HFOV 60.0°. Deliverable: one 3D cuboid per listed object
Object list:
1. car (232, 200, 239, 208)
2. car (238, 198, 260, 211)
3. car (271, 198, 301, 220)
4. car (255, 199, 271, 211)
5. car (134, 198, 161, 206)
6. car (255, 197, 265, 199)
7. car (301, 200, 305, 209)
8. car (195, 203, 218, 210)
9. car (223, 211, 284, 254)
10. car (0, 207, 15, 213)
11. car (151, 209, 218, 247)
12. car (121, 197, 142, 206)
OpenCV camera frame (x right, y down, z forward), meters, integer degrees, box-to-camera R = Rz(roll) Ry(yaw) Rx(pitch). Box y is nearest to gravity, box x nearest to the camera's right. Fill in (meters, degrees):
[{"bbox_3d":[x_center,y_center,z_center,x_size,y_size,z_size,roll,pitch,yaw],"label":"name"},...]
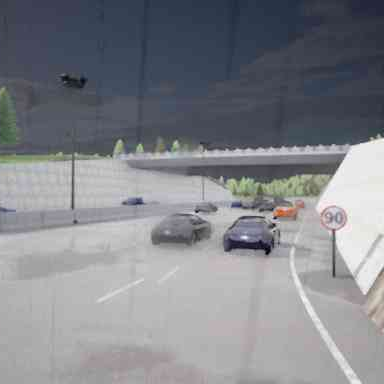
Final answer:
[{"bbox_3d":[8.745,2.259,62.049,1.882,1.535,5.008,0,-1,20],"label":"car"},{"bbox_3d":[9.423,2.173,53.867,2.128,1.511,4.902,0,-1,20],"label":"car"},{"bbox_3d":[9.424,1.778,33.096,2.097,1.767,4.553,0,-1,20],"label":"car"},{"bbox_3d":[10.572,2.084,46.493,2.128,1.511,4.902,0,-1,20],"label":"car"},{"bbox_3d":[-6.450,2.100,51.441,1.882,1.535,5.008,0,-1,20],"label":"car"},{"bbox_3d":[12.996,2.031,63.689,2.150,2.045,5.566,0,-1,20],"label":"car"},{"bbox_3d":[19.714,2.145,61.386,2.097,1.767,4.553,0,-1,20],"label":"car"},{"bbox_3d":[1.870,2.082,43.048,2.033,1.411,5.357,0,-1,20],"label":"car"},{"bbox_3d":[2.726,1.751,14.694,1.994,1.385,4.181,0,-1,20],"label":"car"},{"bbox_3d":[-15.951,1.762,25.367,1.882,1.535,5.008,0,-1,20],"label":"car"},{"bbox_3d":[-0.372,1.767,16.420,1.994,1.385,4.181,0,-1,20],"label":"car"},{"bbox_3d":[-10.681,1.946,60.201,2.150,2.045,5.566,0,-1,20],"label":"car"}]
